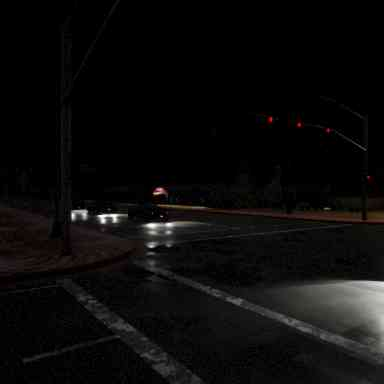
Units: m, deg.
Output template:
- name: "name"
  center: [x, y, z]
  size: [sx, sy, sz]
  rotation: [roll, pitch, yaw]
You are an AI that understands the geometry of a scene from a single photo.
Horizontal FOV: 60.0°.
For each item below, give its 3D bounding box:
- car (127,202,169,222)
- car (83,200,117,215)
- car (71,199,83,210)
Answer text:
- name: "car"
  center: [-3.596, 1.526, 26.479]
  size: [1.812, 1.442, 4.674]
  rotation: [0, 0, -36]
- name: "car"
  center: [-9.351, 1.564, 34.536]
  size: [1.994, 1.385, 4.181]
  rotation: [0, 0, -35]
- name: "car"
  center: [-15.116, 1.600, 42.658]
  size: [1.895, 1.301, 4.718]
  rotation: [0, 0, -35]
